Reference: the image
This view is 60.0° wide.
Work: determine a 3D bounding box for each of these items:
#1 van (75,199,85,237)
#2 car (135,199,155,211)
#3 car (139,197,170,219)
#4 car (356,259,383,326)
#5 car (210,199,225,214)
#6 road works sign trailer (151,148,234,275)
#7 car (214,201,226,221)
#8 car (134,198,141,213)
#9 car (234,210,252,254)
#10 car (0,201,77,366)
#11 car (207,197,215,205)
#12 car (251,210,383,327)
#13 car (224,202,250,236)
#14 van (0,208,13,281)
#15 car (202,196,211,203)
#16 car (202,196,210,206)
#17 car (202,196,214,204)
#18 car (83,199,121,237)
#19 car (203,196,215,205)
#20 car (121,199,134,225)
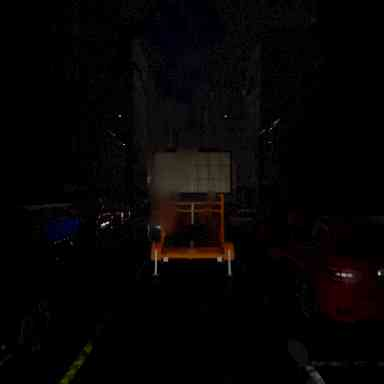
[{"bbox_3d":[-5.663,1.332,12.549,1.690,1.788,3.998,-1,0,0],"label":"van"},{"bbox_3d":[-5.619,1.546,40.478,1.802,1.307,4.206,-1,0,0],"label":"car"},{"bbox_3d":[-2.960,1.468,28.822,2.128,1.511,4.902,0,0,0],"label":"car"},{"bbox_3d":[2.853,1.524,1.534,1.752,1.417,4.829,-1,0,0],"label":"car"},{"bbox_3d":[2.900,1.542,29.294,1.947,1.339,4.313,-1,0,0],"label":"car"},{"bbox_3d":[0.019,0.457,10.355,2.380,3.560,2.880,0,0,0],"label":"road works sign trailer"},{"bbox_3d":[2.891,1.547,23.708,1.947,1.339,4.313,-1,0,0],"label":"car"},{"bbox_3d":[-5.629,1.410,34.891,1.967,1.590,4.097,-1,0,0],"label":"car"},{"bbox_3d":[2.873,1.573,12.536,1.802,1.307,4.206,-1,0,0],"label":"car"},{"bbox_3d":[-3.098,1.219,2.925,2.150,2.045,5.566,0,0,0],"label":"car"},{"bbox_3d":[2.910,1.521,34.880,2.008,1.369,4.403,-1,0,0],"label":"car"},{"bbox_3d":[2.860,1.310,6.950,2.192,1.841,5.009,-1,0,0],"label":"car"},{"bbox_3d":[2.881,1.512,18.292,1.752,1.417,4.829,-1,0,0],"label":"car"},{"bbox_3d":[-5.671,1.336,6.963,1.690,1.788,3.998,-1,0,0],"label":"van"},{"bbox_3d":[2.967,1.505,68.395,1.802,1.307,4.206,-1,0,0],"label":"car"},{"bbox_3d":[2.938,1.500,51.637,2.008,1.369,4.403,-1,0,0],"label":"car"},{"bbox_3d":[2.957,1.498,62.809,1.947,1.339,4.313,-1,0,0],"label":"car"},{"bbox_3d":[-5.655,1.301,18.135,2.192,1.841,5.009,-1,0,0],"label":"car"},{"bbox_3d":[2.948,1.466,57.393,1.752,1.417,4.829,-1,0,0],"label":"car"},{"bbox_3d":[-5.645,1.421,23.720,1.967,1.590,4.097,-1,0,0],"label":"car"}]
